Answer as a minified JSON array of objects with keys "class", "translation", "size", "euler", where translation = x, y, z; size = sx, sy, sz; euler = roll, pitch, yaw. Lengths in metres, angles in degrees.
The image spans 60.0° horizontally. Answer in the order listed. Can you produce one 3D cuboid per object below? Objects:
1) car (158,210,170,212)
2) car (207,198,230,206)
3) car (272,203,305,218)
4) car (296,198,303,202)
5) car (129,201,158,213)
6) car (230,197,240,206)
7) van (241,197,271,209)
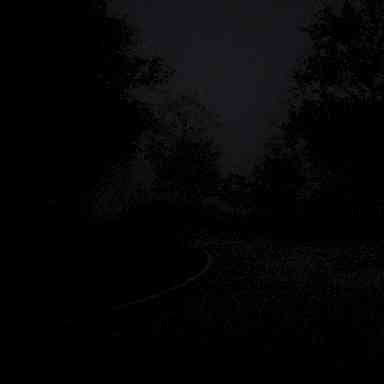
[{"class":"car","translation":[-4.854,2.253,50.094],"size":[2.002,1.452,4.674],"euler":[0,0,-36]},{"class":"car","translation":[5.299,2.353,72.699],"size":[1.946,1.575,5.366],"euler":[1,-1,-36]},{"class":"car","translation":[12.536,2.326,39.863],"size":[1.882,1.535,5.008],"euler":[3,-2,-35]},{"class":"car","translation":[21.101,2.318,68.760],"size":[2.435,2.045,5.566],"euler":[2,-1,-36]},{"class":"car","translation":[-7.402,2.088,48.206],"size":[2.185,1.767,4.553],"euler":[0,0,-35]},{"class":"car","translation":[7.795,2.279,74.229],"size":[2.185,1.767,4.553],"euler":[1,-1,-36]},{"class":"van","translation":[11.979,2.117,62.309],"size":[1.878,1.987,4.442],"euler":[1,-1,-36]}]
